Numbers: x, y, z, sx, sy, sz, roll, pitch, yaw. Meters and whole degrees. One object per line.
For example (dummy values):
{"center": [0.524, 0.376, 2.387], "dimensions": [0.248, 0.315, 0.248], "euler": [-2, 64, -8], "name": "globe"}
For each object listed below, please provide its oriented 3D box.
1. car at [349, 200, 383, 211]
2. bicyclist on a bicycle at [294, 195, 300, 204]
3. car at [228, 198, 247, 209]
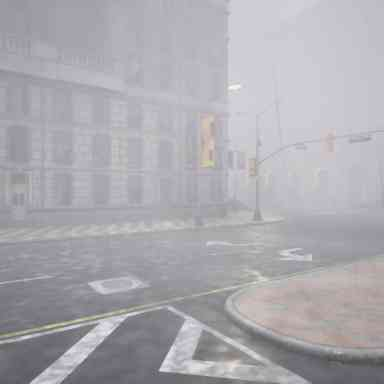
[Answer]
{"center": [21.509, 1.601, 39.906], "dimensions": [4.718, 1.301, 1.895], "euler": [0, 0, 41], "name": "car"}
{"center": [18.027, 1.300, 57.169], "dimensions": [1.656, 1.620, 0.582], "euler": [0, 0, -35], "name": "bicyclist on a bicycle"}
{"center": [5.226, 1.491, 44.098], "dimensions": [2.128, 1.511, 4.902], "euler": [0, 0, -35], "name": "car"}
